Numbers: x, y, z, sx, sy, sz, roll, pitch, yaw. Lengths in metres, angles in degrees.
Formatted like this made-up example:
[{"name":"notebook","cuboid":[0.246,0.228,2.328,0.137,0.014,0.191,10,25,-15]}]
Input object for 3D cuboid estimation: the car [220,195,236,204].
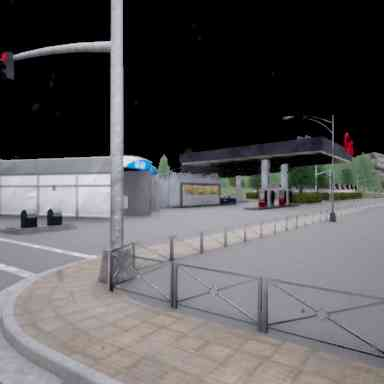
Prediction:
[{"name":"car","cuboid":[6.613,1.472,63.357,2.242,1.667,4.611,0,0,36]}]
